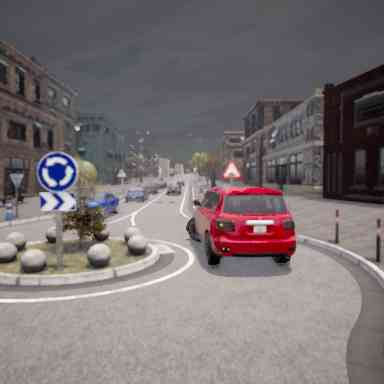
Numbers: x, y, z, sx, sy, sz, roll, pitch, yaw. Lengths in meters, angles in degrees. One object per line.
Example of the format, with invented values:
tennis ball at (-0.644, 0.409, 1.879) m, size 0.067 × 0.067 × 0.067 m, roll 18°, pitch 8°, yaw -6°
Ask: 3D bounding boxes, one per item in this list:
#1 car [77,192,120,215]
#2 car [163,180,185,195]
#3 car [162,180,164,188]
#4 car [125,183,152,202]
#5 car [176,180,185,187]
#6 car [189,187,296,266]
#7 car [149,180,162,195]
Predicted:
car at (-5.816, 0.725, 20.096) m, size 1.882 × 1.535 × 5.008 m, roll 0°, pitch 2°, yaw 4°
car at (-2.317, -0.443, 44.340) m, size 2.033 × 1.411 × 5.357 m, roll 0°, pitch 3°, yaw 0°
car at (-5.487, -1.299, 58.168) m, size 1.882 × 1.535 × 5.008 m, roll 0°, pitch 3°, yaw 0°
car at (-5.455, 0.151, 33.373) m, size 1.812 × 1.442 × 4.674 m, roll 0°, pitch 3°, yaw 0°
car at (-2.533, -1.892, 72.013) m, size 1.812 × 1.442 × 4.674 m, roll 0°, pitch 3°, yaw 0°
car at (1.314, 0.849, 10.412) m, size 2.150 × 2.045 × 5.566 m, roll 0°, pitch 2°, yaw -6°
car at (-5.475, -0.500, 44.507) m, size 1.837 × 1.490 × 4.892 m, roll 0°, pitch 4°, yaw 0°
